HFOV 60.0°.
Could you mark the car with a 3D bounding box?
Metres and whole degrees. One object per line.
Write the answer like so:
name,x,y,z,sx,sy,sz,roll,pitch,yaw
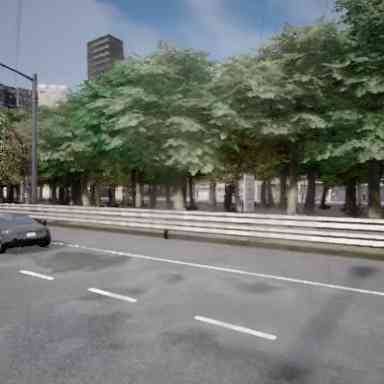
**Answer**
car,-7.651,1.568,13.623,4.181,1.385,1.994,0,0,36
